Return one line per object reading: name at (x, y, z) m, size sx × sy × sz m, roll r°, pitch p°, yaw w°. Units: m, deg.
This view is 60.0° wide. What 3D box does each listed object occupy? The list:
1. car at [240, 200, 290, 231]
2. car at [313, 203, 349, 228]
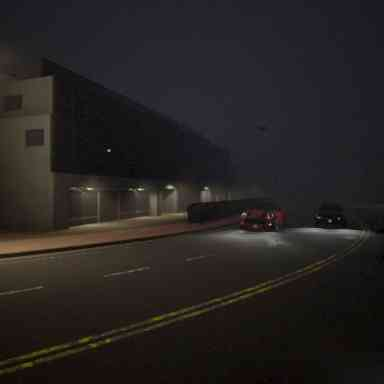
car at (4.620, 1.352, 20.772) m, size 2.097 × 1.767 × 4.553 m, roll 0°, pitch 0°, yaw 28°
car at (9.379, 1.505, 22.367) m, size 1.837 × 1.490 × 4.892 m, roll 0°, pitch 0°, yaw 25°
